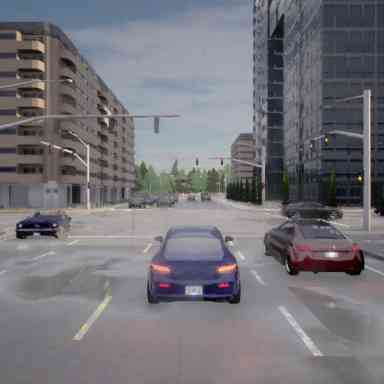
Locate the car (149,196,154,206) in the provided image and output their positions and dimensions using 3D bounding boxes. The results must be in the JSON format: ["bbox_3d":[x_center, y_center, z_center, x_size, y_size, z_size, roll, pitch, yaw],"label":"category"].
[{"bbox_3d":[-7.465,1.564,54.864,1.994,1.385,4.181,0,0,2],"label":"car"}]

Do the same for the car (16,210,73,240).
[{"bbox_3d":[-7.455,1.602,17.184,1.895,1.301,4.718,0,0,-12],"label":"car"}]

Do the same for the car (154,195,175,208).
[{"bbox_3d":[-3.993,1.352,48.931,2.097,1.767,4.553,0,0,0],"label":"car"}]

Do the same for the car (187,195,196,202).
[{"bbox_3d":[-0.157,1.540,77.379,2.033,1.411,5.357,0,0,1],"label":"car"}]

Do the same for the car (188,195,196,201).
[{"bbox_3d":[-0.048,1.525,87.723,2.128,1.511,4.902,0,0,1],"label":"car"}]

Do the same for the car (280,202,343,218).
[{"bbox_3d":[9.665,1.557,26.943,4.892,1.490,1.837,0,0,0],"label":"car"}]

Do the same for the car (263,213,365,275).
[{"bbox_3d":[3.555,1.564,10.444,1.994,1.385,4.181,0,0,0],"label":"car"}]

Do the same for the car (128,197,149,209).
[{"bbox_3d":[-7.503,1.505,45.970,1.837,1.490,4.892,0,0,1],"label":"car"}]

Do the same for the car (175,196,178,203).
[{"bbox_3d":[-3.939,1.526,58.418,1.812,1.442,4.674,0,0,1],"label":"car"}]

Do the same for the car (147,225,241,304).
[{"bbox_3d":[0.046,1.526,8.021,1.812,1.442,4.674,0,0,0],"label":"car"}]

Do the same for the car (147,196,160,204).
[{"bbox_3d":[-7.354,1.478,63.680,1.882,1.535,5.008,0,0,1],"label":"car"}]

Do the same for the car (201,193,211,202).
[{"bbox_3d":[3.344,1.355,77.587,2.097,1.767,4.553,0,0,1],"label":"car"}]

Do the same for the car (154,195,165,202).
[{"bbox_3d":[-7.194,1.496,74.038,1.837,1.490,4.892,0,0,1],"label":"car"}]

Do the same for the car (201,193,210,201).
[{"bbox_3d":[3.453,1.225,87.750,2.150,2.045,5.566,0,0,1],"label":"car"}]

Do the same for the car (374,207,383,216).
[{"bbox_3d":[19.456,1.656,30.628,4.718,1.301,1.895,0,0,0],"label":"car"}]
